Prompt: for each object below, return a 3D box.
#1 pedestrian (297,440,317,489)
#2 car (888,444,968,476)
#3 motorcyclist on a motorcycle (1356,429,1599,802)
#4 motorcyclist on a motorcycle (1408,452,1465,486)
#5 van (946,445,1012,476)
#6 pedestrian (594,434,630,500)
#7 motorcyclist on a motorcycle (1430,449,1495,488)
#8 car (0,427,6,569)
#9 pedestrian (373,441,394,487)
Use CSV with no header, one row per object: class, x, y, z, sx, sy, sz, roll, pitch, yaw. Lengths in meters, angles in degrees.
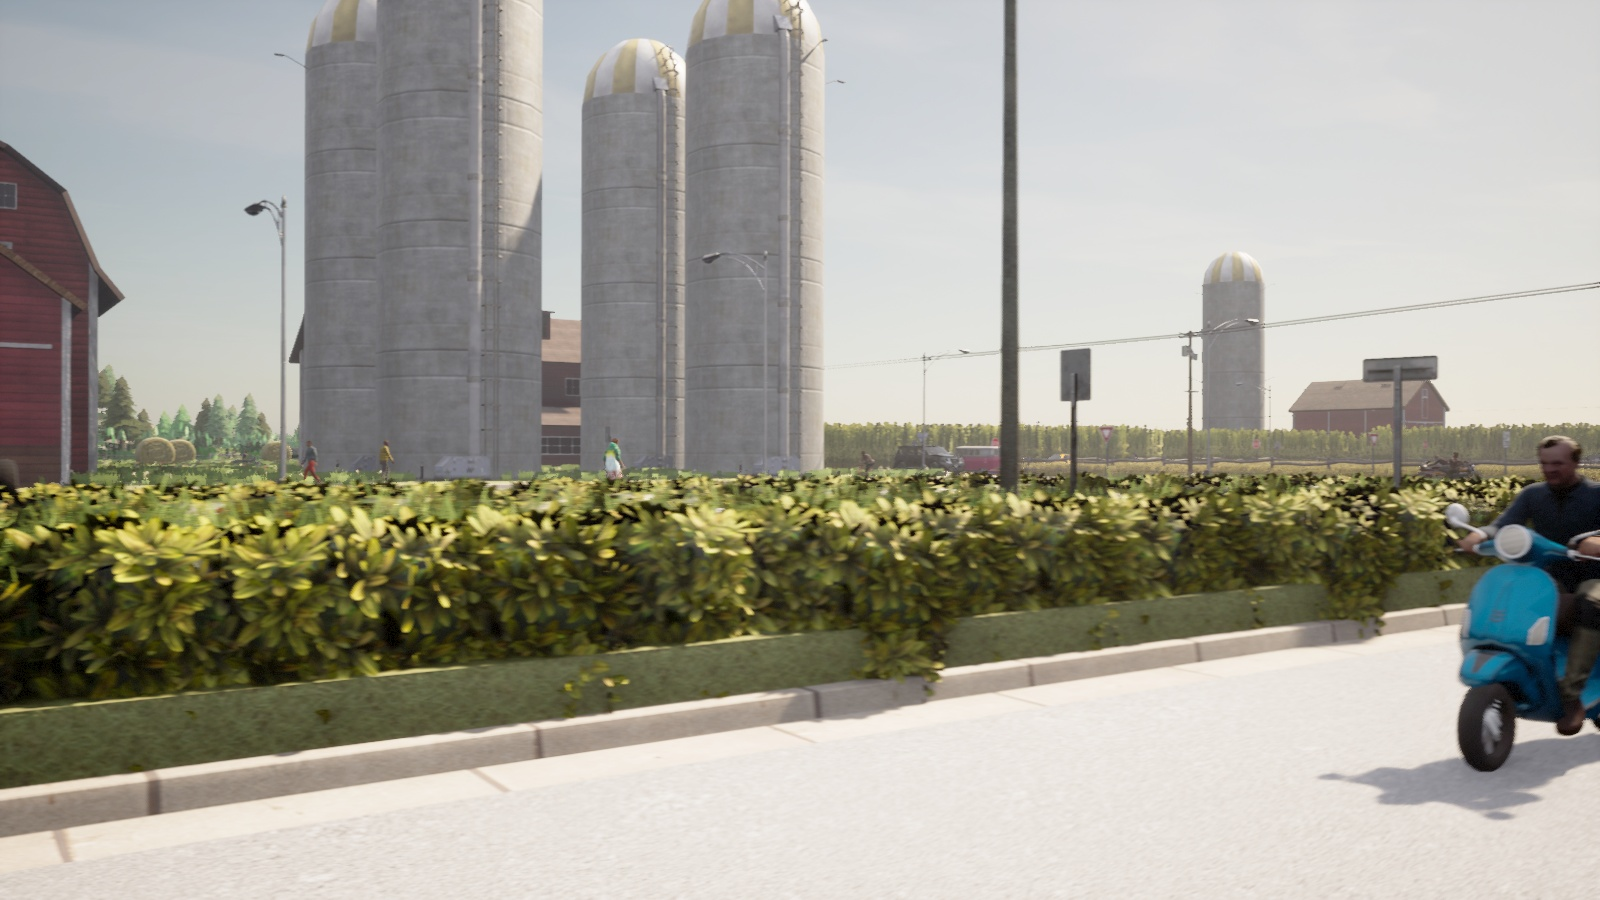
pedestrian,-18.752,0.557,47.735,0.614,1.847,0.353,0,0,-42
car,8.325,0.646,82.188,2.150,2.045,5.566,0,0,-34
motorcyclist on a motorcycle,3.678,0.706,6.219,1.817,1.590,0.866,0,0,-35
motorcyclist on a motorcycle,29.362,0.858,57.919,0.866,1.530,2.191,0,0,-35
van,11.835,0.675,83.214,1.775,1.987,4.442,0,0,-35
pedestrian,-5.689,0.505,38.055,0.873,1.952,0.659,0,0,-36
motorcyclist on a motorcycle,28.185,0.766,53.484,0.766,1.649,2.350,0,0,-35
car,-12.787,0.627,15.827,4.605,1.855,1.932,0,0,-35
pedestrian,-16.870,0.560,50.850,0.726,1.835,0.370,0,0,-40
